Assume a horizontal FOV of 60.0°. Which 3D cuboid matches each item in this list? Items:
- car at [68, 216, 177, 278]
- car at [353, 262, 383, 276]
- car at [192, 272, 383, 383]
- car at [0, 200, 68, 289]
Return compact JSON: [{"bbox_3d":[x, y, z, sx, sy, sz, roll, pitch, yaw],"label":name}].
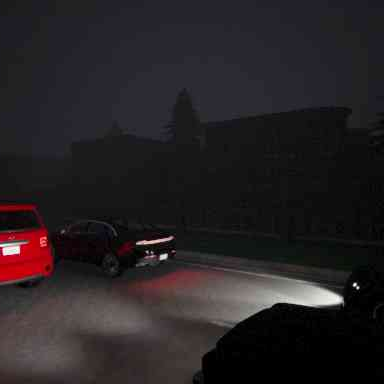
[{"bbox_3d":[-2.708,1.491,10.174,4.902,1.511,2.128,0,0,36],"label":"car"},{"bbox_3d":[4.570,1.564,5.030,4.181,1.385,1.994,0,0,35],"label":"car"},{"bbox_3d":[2.334,1.601,2.327,4.718,1.301,1.895,0,0,36],"label":"car"},{"bbox_3d":[-5.637,1.221,7.975,5.566,2.045,2.150,0,0,36],"label":"car"}]
